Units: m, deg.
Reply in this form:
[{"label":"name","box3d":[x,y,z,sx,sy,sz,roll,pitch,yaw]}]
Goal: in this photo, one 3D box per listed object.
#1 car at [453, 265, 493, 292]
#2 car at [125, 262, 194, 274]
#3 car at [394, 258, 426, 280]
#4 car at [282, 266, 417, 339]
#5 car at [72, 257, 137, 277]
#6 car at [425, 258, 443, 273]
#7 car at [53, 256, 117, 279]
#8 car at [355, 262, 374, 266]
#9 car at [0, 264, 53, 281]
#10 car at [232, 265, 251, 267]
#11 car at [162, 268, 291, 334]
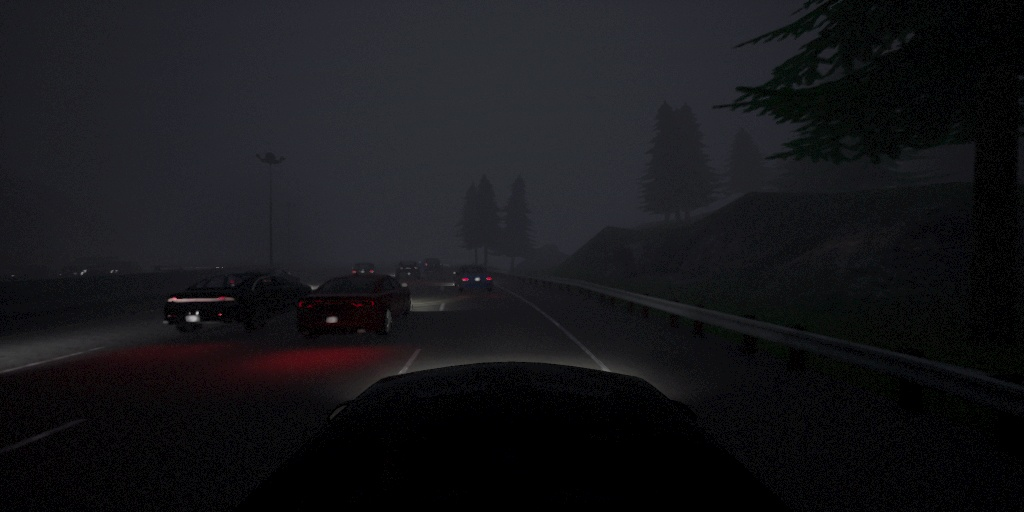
[{"label":"car","box3d":[-2.315,1.228,20.762,2.033,1.411,5.357,0,0,-13]},{"label":"car","box3d":[-26.467,1.375,27.178,1.895,1.301,4.718,0,0,-23]},{"label":"car","box3d":[-8.780,1.165,30.093,2.128,1.511,4.902,0,0,-19]},{"label":"car","box3d":[-4.152,1.212,10.198,1.882,1.535,5.008,0,0,-6]},{"label":"car","box3d":[-30.460,1.145,27.473,2.097,1.767,4.553,0,0,-25]},{"label":"car","box3d":[-9.232,0.986,40.087,2.097,1.767,4.553,0,0,-25]},{"label":"car","box3d":[-35.984,1.027,30.926,2.150,2.045,5.566,0,0,-28]},{"label":"car","box3d":[-12.291,1.240,29.825,2.033,1.411,5.357,0,0,-20]},{"label":"car","box3d":[-38.549,1.376,28.312,2.033,1.411,5.357,0,0,-28]},{"label":"car","box3d":[-12.623,1.306,18.524,1.994,1.385,4.181,0,0,-12]},{"label":"car","box3d":[-7.747,1.242,10.788,2.128,1.511,4.902,0,0,-7]}]
